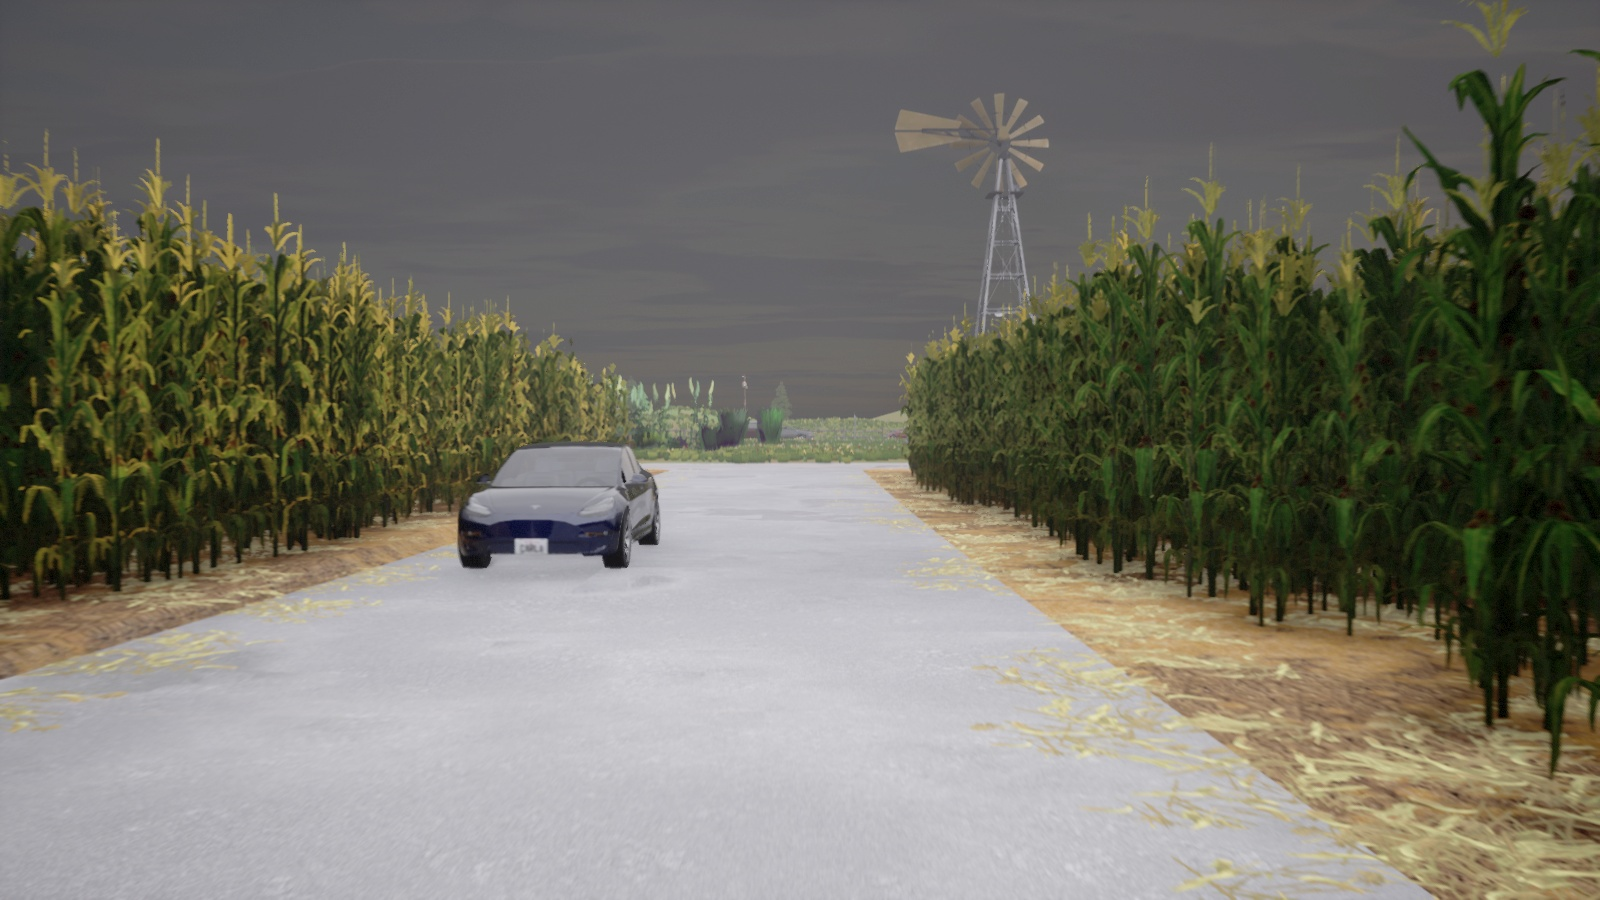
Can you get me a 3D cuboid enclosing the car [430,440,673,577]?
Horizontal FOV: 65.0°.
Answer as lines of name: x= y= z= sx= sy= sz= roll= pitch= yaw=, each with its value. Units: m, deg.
car: x=-2.992 y=0.624 z=16.286 sx=2.163 sy=1.488 sz=4.792 roll=0 pitch=1 yaw=0
